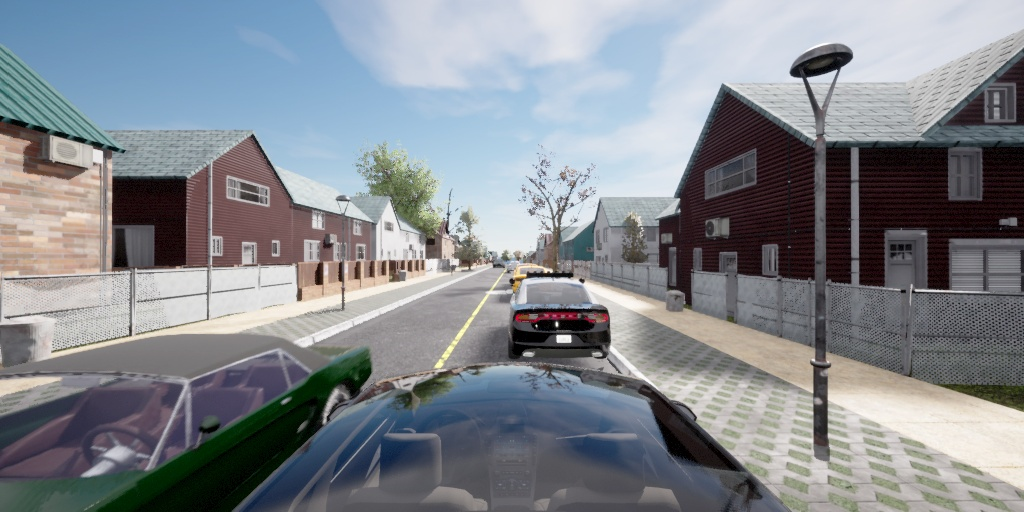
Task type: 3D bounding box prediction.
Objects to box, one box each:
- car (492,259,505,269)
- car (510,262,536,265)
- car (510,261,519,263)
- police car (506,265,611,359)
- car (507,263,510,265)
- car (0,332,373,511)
[{"bbox_3d":[-2.290,1.324,63.083,2.097,1.767,4.553,0,0,0],"label":"car"},{"bbox_3d":[0.956,1.238,18.445,1.882,1.535,5.008,0,0,0],"label":"car"},{"bbox_3d":[1.001,1.250,24.446,1.882,1.535,5.008,0,0,0],"label":"car"},{"bbox_3d":[0.883,1.176,8.555,1.930,1.638,5.238,0,0,0],"label":"police car"},{"bbox_3d":[0.365,1.383,45.720,1.812,1.442,4.674,0,0,1],"label":"car"},{"bbox_3d":[-2.736,1.351,2.407,1.895,1.301,4.718,0,0,0],"label":"car"}]
